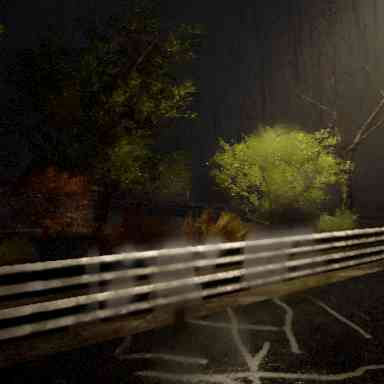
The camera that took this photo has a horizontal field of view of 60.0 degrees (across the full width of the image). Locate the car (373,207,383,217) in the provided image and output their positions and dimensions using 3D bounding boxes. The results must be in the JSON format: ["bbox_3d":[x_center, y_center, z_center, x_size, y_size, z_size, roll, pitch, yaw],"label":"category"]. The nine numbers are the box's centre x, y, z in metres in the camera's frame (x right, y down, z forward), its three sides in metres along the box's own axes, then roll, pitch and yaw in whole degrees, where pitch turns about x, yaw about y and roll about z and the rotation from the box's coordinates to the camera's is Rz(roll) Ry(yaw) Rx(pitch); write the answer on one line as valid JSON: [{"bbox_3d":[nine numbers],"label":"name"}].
[{"bbox_3d":[31.998,3.497,52.903,5.566,2.045,2.150,3,-2,18],"label":"car"}]
